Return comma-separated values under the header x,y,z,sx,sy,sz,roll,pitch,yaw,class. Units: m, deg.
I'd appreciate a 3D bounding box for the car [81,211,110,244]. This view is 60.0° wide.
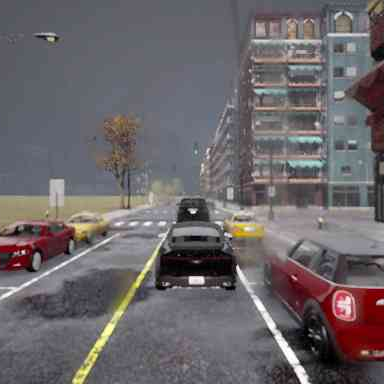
x,y,z,sx,sy,sz,roll,pitch,yaw,class
-5.321,1.641,16.447,1.752,1.417,4.829,1,0,0,car

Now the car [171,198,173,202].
x,y,z,sx,sy,sz,roll,pitch,yaw,class
-5.365,1.781,66.058,2.192,1.841,5.009,1,0,0,car

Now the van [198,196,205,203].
x,y,z,sx,sy,sz,roll,pitch,yaw,class
2.494,1.971,89.192,1.690,1.788,3.998,1,0,0,van

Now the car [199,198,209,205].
x,y,z,sx,sy,sz,roll,pitch,yaw,class
2.507,2.075,72.208,1.947,1.339,4.313,1,0,0,car

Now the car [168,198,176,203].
x,y,z,sx,sy,sz,roll,pitch,yaw,class
-5.389,2.208,88.672,1.802,1.307,4.206,1,0,0,car

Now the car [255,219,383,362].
x,y,z,sx,sy,sz,roll,pitch,yaw,class
2.570,1.483,5.962,1.967,1.590,4.097,1,0,0,car

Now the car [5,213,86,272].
x,y,z,sx,sy,sz,roll,pitch,yaw,class
-5.316,1.623,11.081,1.887,1.381,4.507,1,0,0,car

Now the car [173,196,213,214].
x,y,z,sx,sy,sz,roll,pitch,yaw,class
0.078,1.382,23.538,2.150,2.045,5.566,0,0,0,car

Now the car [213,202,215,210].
x,y,z,sx,sy,sz,roll,pitch,yaw,class
2.528,1.900,49.564,2.008,1.369,4.403,1,0,0,car

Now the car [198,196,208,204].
x,y,z,sx,sy,sz,roll,pitch,yaw,class
2.504,1.865,77.870,2.192,1.841,5.009,1,0,0,car

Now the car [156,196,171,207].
x,y,z,sx,sy,sz,roll,pitch,yaw,class
-5.361,1.866,60.403,1.967,1.590,4.097,1,0,0,car

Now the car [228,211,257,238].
x,y,z,sx,sy,sz,roll,pitch,yaw,class
2.558,1.647,17.221,1.752,1.417,4.829,1,0,0,car

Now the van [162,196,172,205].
x,y,z,sx,sy,sz,roll,pitch,yaw,class
-5.370,1.847,71.711,1.690,1.788,3.998,1,0,0,van

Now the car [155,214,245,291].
x,y,z,sx,sy,sz,roll,pitch,yaw,class
0.092,1.568,9.140,1.837,1.490,4.892,0,-1,0,car

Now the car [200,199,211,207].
x,y,z,sx,sy,sz,roll,pitch,yaw,class
2.517,2.011,60.886,1.802,1.307,4.206,1,0,0,car

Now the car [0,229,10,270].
x,y,z,sx,sy,sz,roll,pitch,yaw,class
-5.311,1.590,5.544,2.008,1.369,4.403,1,0,0,car
